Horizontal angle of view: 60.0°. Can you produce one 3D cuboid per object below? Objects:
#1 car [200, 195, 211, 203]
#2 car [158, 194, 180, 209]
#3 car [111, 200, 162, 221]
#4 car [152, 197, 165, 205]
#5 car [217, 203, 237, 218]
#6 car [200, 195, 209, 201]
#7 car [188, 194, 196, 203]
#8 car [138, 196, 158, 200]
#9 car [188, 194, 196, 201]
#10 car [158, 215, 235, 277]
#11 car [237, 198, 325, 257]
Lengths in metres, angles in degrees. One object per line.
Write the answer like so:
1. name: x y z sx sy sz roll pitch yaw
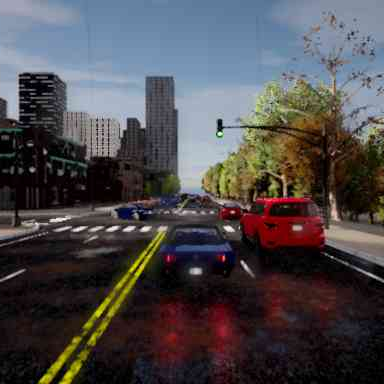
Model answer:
1. car: 3.225 1.481 75.866 2.097 1.767 4.553 0 0 0
2. car: -3.349 1.311 48.377 2.150 2.045 5.566 0 0 0
3. car: -4.927 1.617 28.003 4.181 1.385 1.994 0 0 40
4. car: -6.519 1.717 65.140 1.895 1.301 4.718 0 0 0
5. car: 3.343 1.619 29.368 1.994 1.385 4.181 0 0 0
6. car: 3.223 1.506 85.899 2.128 1.511 4.902 0 0 0
7. car: -0.025 1.664 75.479 2.033 1.411 5.357 0 0 0
8. car: -6.598 1.440 47.903 2.097 1.767 4.553 0 0 0
9. car: -0.027 1.336 85.868 2.097 1.767 4.553 0 0 0
10. car: 0.099 1.620 10.213 1.895 1.301 4.718 0 0 0
11. car: 3.346 1.246 13.236 2.150 2.045 5.566 0 0 0
